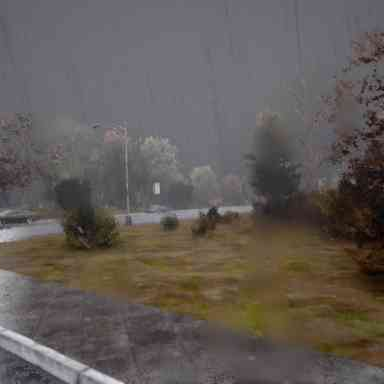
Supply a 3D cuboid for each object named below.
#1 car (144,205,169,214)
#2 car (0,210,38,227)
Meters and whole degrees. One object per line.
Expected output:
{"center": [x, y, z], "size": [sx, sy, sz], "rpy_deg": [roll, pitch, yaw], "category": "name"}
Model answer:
{"center": [-5.280, 2.596, 49.610], "size": [1.994, 1.385, 4.181], "rpy_deg": [-3, -2, 32], "category": "car"}
{"center": [-17.046, 2.446, 31.206], "size": [1.837, 1.490, 4.892], "rpy_deg": [-3, -2, 33], "category": "car"}
